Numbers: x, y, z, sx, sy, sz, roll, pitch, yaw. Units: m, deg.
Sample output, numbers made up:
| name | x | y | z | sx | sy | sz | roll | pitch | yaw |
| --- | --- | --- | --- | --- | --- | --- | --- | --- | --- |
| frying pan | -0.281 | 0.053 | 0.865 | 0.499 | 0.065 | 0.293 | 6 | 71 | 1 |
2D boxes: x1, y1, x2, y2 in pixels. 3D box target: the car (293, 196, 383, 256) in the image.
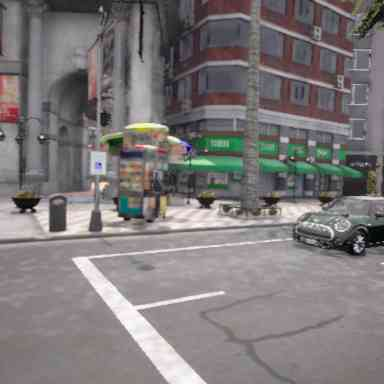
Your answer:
| name | x | y | z | sx | sy | sz | roll | pitch | yaw |
| --- | --- | --- | --- | --- | --- | --- | --- | --- | --- |
| car | 5.622 | 0.944 | 11.312 | 4.553 | 1.767 | 2.097 | 0 | 4 | -30 |
